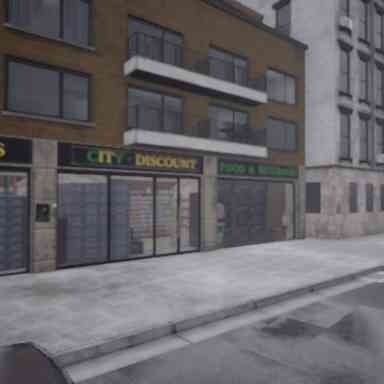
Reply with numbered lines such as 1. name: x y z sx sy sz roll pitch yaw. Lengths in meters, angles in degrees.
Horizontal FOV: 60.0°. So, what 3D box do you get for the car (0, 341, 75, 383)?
1. car: -2.956 1.560 0.951 5.357 1.411 2.033 1 -1 -38
